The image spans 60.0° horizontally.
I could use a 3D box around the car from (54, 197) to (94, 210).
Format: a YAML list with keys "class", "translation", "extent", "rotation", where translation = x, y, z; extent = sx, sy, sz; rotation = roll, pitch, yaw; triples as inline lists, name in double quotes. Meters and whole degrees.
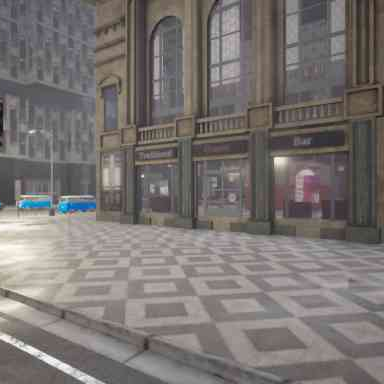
- class: "car"
  translation: [-15.378, 1.466, 43.526]
  extent: [1.752, 1.417, 4.829]
  rotation: [0, 0, 36]

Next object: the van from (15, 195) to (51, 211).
- class: "van"
  translation: [-18.550, 1.292, 39.097]
  extent: [1.690, 1.788, 3.998]
  rotation: [0, 0, 36]

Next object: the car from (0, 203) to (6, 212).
- class: "car"
  translation: [-21.822, 1.513, 34.529]
  extent: [2.008, 1.369, 4.403]
  rotation: [0, 0, 36]

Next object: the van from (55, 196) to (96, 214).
- class: "van"
  translation: [-11.619, 1.282, 34.134]
  extent: [1.690, 1.788, 3.998]
  rotation: [0, 0, 36]
